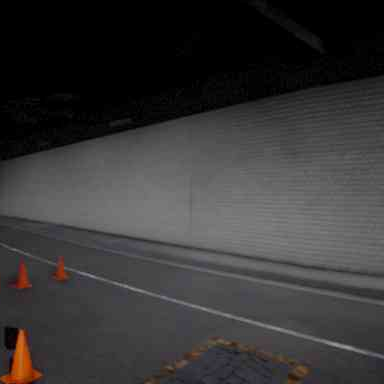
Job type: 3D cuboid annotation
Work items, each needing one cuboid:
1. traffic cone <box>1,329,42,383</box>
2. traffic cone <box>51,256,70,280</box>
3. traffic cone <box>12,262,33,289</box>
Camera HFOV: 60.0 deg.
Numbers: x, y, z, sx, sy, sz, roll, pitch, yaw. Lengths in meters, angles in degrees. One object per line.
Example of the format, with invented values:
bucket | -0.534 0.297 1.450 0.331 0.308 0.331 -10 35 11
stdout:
traffic cone | -2.073 1.972 4.059 0.340 0.580 0.340 0 0 37
traffic cone | -3.500 1.994 8.851 0.340 0.580 0.340 0 0 37
traffic cone | -4.095 1.986 8.048 0.340 0.580 0.340 0 0 37
